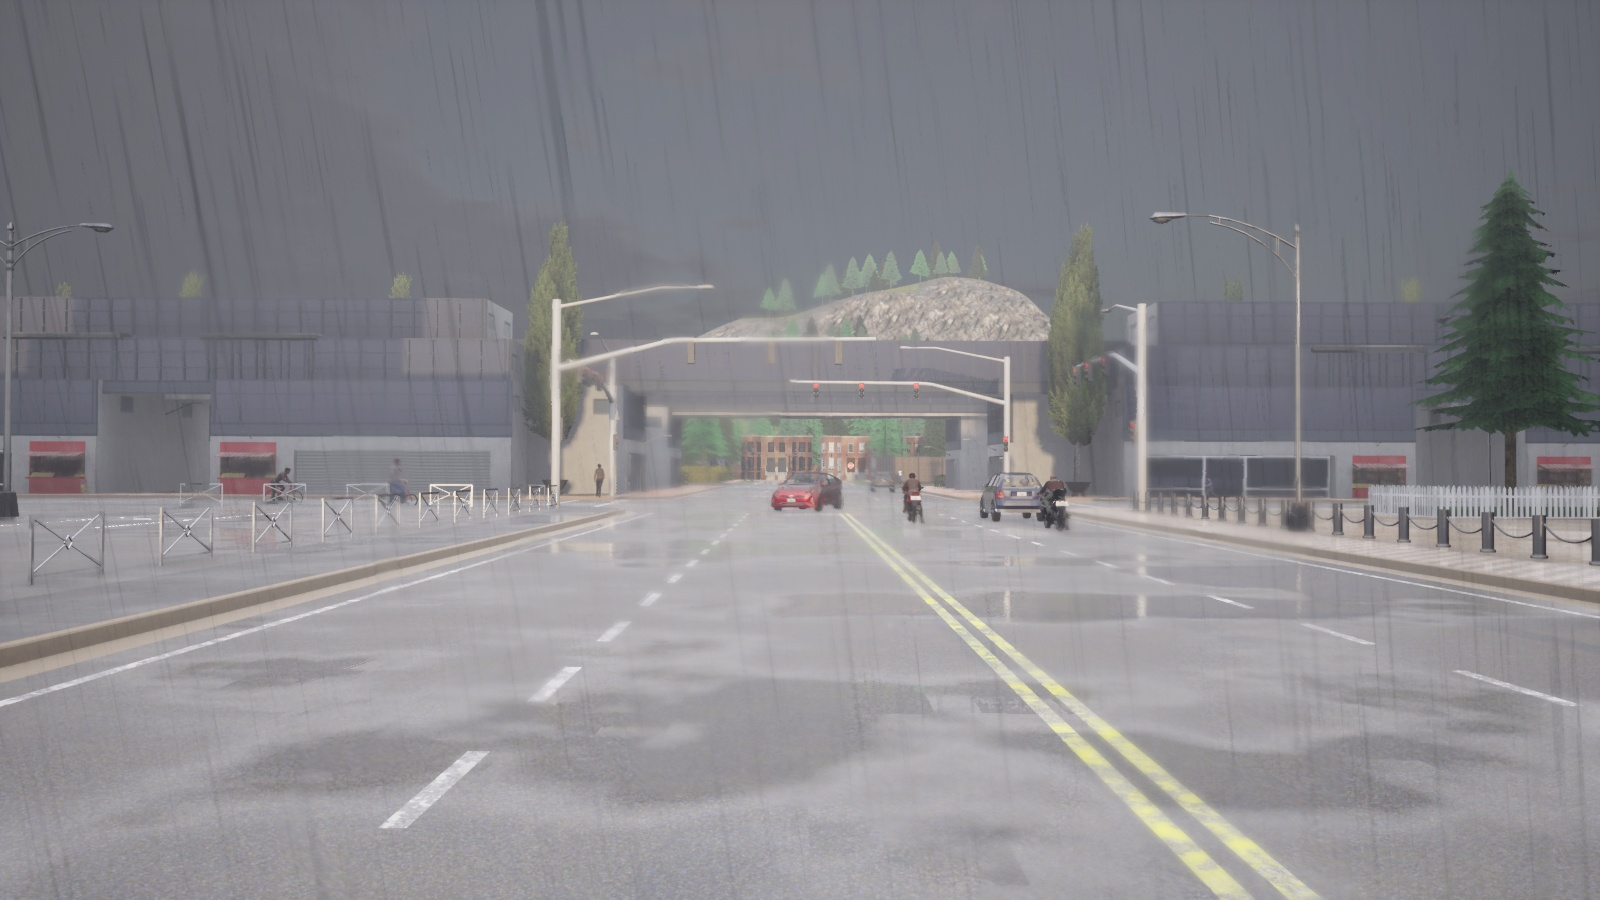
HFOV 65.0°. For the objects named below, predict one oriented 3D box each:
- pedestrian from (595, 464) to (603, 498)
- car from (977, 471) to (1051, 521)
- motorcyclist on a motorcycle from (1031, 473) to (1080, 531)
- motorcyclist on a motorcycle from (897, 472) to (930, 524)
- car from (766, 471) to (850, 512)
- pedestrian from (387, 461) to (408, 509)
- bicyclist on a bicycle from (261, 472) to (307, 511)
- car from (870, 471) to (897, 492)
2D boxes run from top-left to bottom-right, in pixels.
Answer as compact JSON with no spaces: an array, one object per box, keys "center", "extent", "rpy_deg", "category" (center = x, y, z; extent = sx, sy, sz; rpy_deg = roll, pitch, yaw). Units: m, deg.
[{"center":[-10.587,1.629,66.061],"extent":[0.328,1.805,0.869],"rpy_deg":[0,-1,-14],"category":"pedestrian"},{"center":[6.895,1.449,40.792],"extent":[1.789,1.549,3.705],"rpy_deg":[0,-1,0],"category":"car"},{"center":[6.913,1.394,34.125],"extent":[0.866,1.530,2.191],"rpy_deg":[0,-1,0],"category":"motorcyclist on a motorcycle"},{"center":[3.393,1.415,37.733],"extent":[0.797,1.523,2.044],"rpy_deg":[0,-1,0],"category":"motorcyclist on a motorcycle"},{"center":[0.365,1.582,49.105],"extent":[2.007,1.525,4.514],"rpy_deg":[-1,-1,18],"category":"car"},{"center":[-15.359,1.337,47.877],"extent":[0.706,1.836,0.354],"rpy_deg":[0,-1,-9],"category":"pedestrian"},{"center":[-21.627,1.735,52.620],"extent":[1.656,1.620,0.582],"rpy_deg":[0,-1,1],"category":"bicyclist on a bicycle"},{"center":[6.225,2.347,94.270],"extent":[1.789,1.549,3.705],"rpy_deg":[0,-1,0],"category":"car"}]
